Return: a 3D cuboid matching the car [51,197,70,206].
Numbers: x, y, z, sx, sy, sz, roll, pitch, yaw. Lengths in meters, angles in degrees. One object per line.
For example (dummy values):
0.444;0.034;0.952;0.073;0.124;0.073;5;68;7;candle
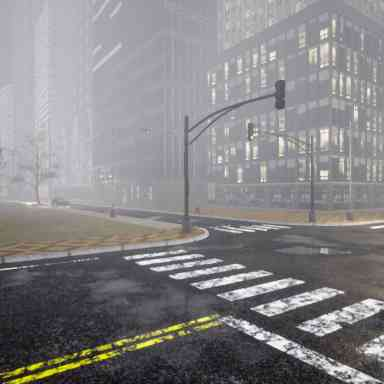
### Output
-21.594;1.553;54.301;2.033;1.411;5.357;0;0;-35;car
